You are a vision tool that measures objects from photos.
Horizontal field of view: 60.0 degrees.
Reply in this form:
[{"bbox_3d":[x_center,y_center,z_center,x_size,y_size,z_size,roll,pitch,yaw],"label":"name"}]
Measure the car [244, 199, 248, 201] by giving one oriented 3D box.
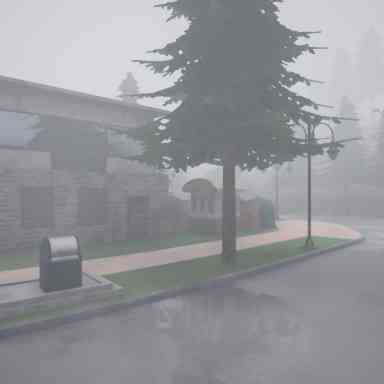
[{"bbox_3d":[4.589,1.368,29.311,4.674,1.442,1.812,0,0,42],"label":"car"}]
